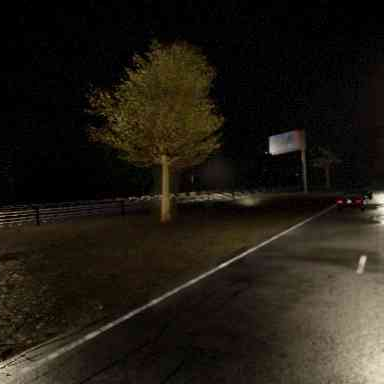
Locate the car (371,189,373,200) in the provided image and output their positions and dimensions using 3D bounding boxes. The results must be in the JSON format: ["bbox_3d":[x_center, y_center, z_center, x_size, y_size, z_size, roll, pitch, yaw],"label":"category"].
[{"bbox_3d":[20.184,0.174,39.324,1.994,1.385,4.181,-3,1,31],"label":"car"}]

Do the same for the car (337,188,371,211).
[{"bbox_3d":[12.653,0.660,26.263,2.033,1.411,5.357,-3,1,30],"label":"car"}]
